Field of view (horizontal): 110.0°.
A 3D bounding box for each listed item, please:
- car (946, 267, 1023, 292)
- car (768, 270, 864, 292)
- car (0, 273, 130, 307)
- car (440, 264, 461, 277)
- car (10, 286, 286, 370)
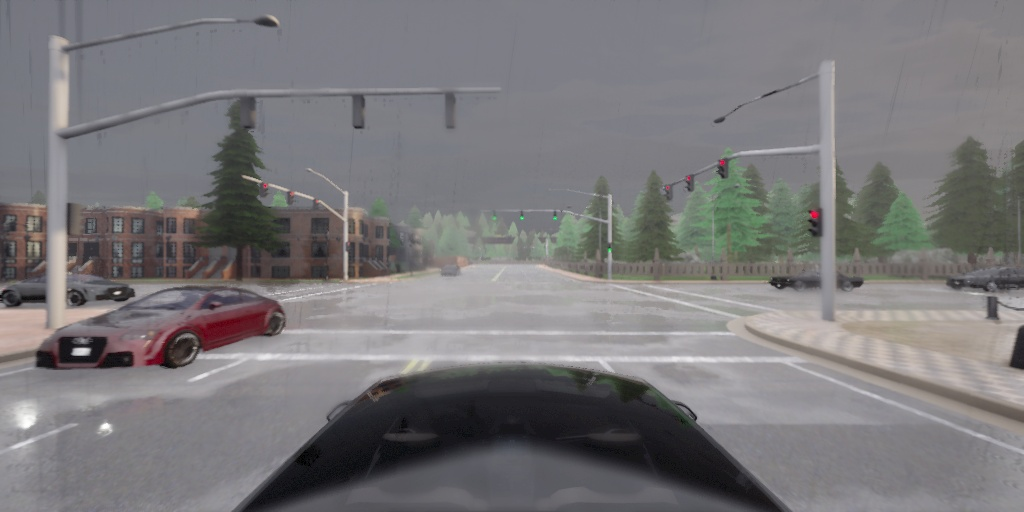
[{"bbox_3d":[30.566,1.457,22.660,4.892,1.490,1.837,0,-1,0],"label":"car"},{"bbox_3d":[19.061,1.554,22.669,4.718,1.301,1.895,0,-1,0],"label":"car"},{"bbox_3d":[-19.454,1.450,15.844,4.181,1.385,1.994,0,-1,-1],"label":"car"},{"bbox_3d":[-7.005,1.694,41.460,1.837,1.490,4.892,0,1,0],"label":"car"},{"bbox_3d":[-7.001,1.384,7.828,1.994,1.385,4.181,0,0,0],"label":"car"}]
